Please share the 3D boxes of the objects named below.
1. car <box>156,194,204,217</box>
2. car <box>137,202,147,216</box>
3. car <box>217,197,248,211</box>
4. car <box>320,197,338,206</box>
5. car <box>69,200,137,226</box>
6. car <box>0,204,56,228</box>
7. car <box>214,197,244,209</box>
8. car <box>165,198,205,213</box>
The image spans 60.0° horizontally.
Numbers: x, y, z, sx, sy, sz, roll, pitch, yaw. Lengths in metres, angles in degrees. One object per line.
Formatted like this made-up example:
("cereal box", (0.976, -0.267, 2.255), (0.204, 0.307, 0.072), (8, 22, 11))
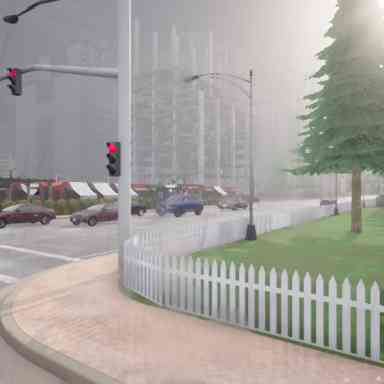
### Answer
("car", (-1.021, 1.220, 31.405), (2.150, 2.045, 5.566), (0, 0, 34))
("car", (-6.227, 1.476, 29.942), (1.882, 1.535, 5.008), (0, 0, 34))
("car", (5.132, 1.489, 40.506), (2.128, 1.511, 4.902), (0, 0, 34))
("car", (21.054, 1.525, 51.286), (1.812, 1.442, 4.674), (0, 0, 34))
("car", (-6.332, 1.525, 23.486), (1.812, 1.442, 4.674), (0, 0, 34))
("car", (-11.448, 1.525, 22.197), (1.812, 1.442, 4.674), (0, 0, 36))
("car", (5.346, 1.489, 47.035), (2.128, 1.511, 4.902), (0, 0, 34))
("car", (-0.683, 1.490, 38.154), (2.128, 1.511, 4.902), (0, 0, 34))
